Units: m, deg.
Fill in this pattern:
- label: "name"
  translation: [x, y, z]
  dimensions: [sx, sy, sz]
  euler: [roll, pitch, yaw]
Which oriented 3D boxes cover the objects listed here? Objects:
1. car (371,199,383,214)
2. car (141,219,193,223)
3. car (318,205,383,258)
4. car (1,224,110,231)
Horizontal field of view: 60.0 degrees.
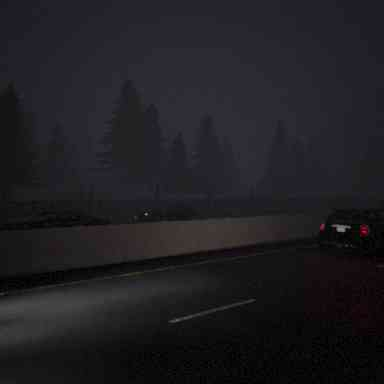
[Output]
- label: "car"
  translation: [21.920, 1.537, 36.735]
  dimensions: [4.892, 1.490, 1.837]
  euler: [1, 0, -35]
- label: "car"
  translation: [-1.843, 1.501, 24.170]
  dimensions: [4.902, 1.511, 2.128]
  euler: [0, 0, -35]
- label: "car"
  translation: [7.030, 1.362, 13.056]
  dimensions: [4.553, 1.767, 2.097]
  euler: [0, 0, -36]
- label: "car"
  translation: [-5.564, 1.494, 12.920]
  dimensions: [4.902, 1.511, 2.128]
  euler: [0, 0, -35]
